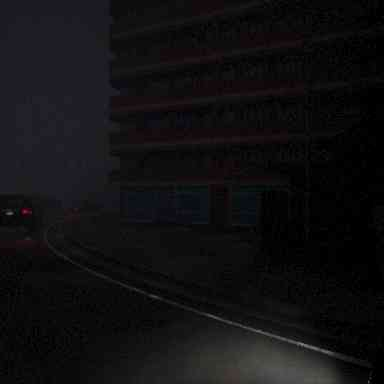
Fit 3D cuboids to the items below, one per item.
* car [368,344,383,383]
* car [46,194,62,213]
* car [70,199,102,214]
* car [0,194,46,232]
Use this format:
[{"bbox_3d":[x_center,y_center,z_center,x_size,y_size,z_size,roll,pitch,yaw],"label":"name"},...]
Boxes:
[{"bbox_3d":[3.554,1.507,1.576,4.892,1.490,1.837,0,1,33],"label":"car"},{"bbox_3d":[-15.264,1.202,33.769,2.150,2.045,5.566,0,0,3],"label":"car"},{"bbox_3d":[-11.368,1.473,35.922,2.128,1.511,4.902,0,0,8],"label":"car"},{"bbox_3d":[-10.220,1.207,19.635,2.150,2.045,5.566,0,0,-19],"label":"car"}]
